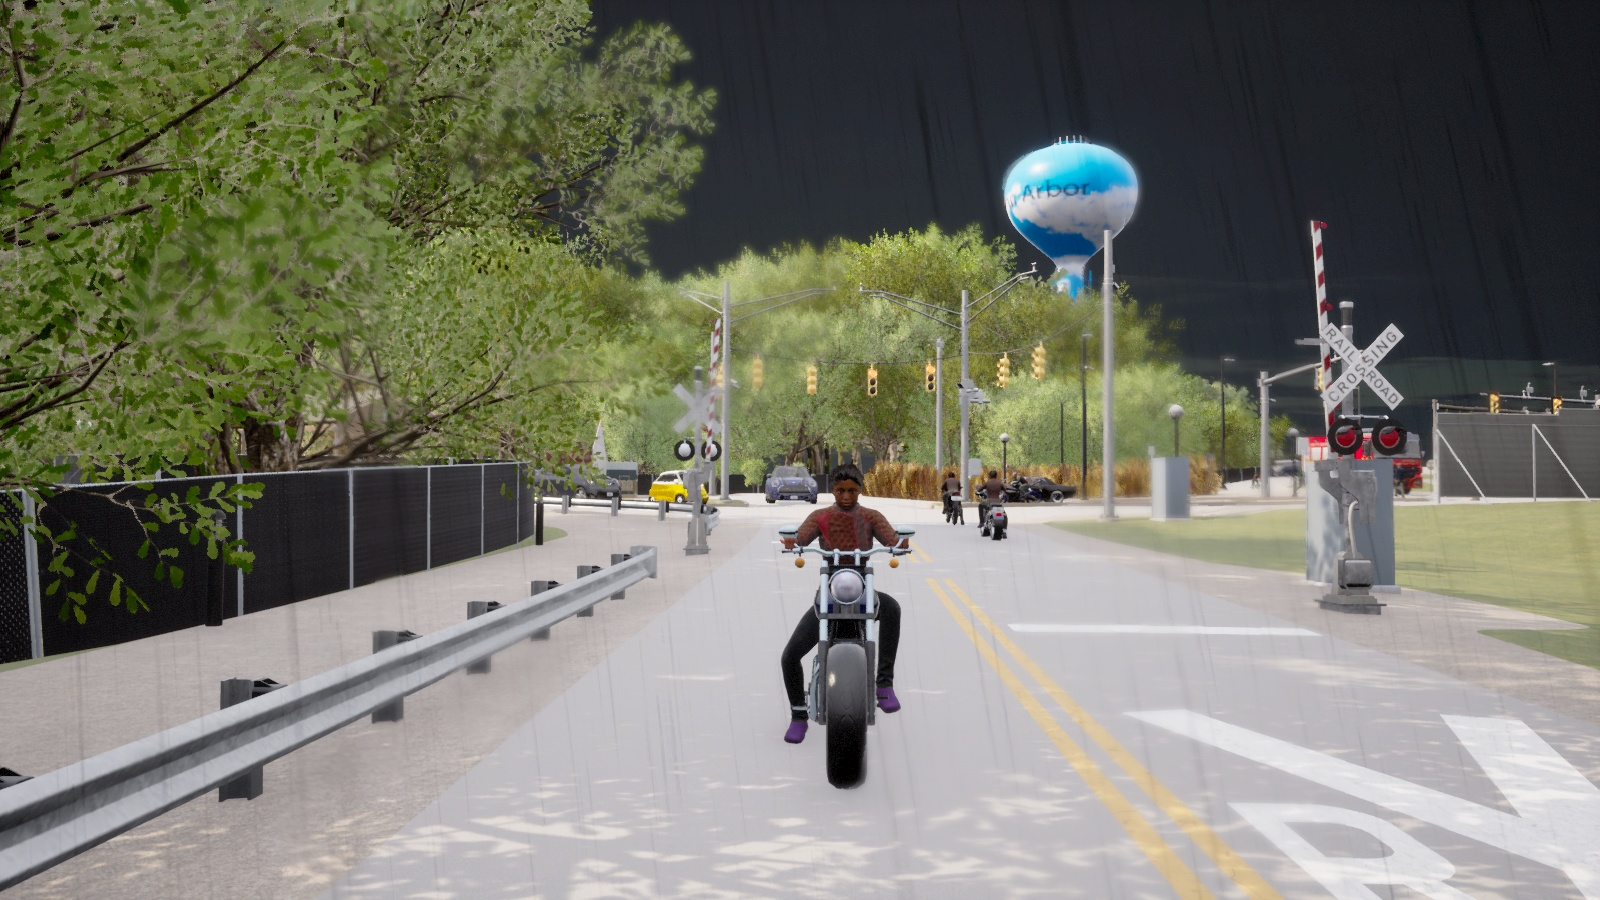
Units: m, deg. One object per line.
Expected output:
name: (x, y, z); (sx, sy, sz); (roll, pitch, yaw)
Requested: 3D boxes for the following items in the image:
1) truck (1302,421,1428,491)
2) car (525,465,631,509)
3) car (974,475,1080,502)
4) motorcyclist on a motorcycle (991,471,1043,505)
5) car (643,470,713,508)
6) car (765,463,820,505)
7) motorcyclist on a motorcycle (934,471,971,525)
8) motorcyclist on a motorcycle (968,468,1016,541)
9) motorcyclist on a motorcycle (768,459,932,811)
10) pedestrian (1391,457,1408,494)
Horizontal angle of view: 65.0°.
truck: (32.603, 0.409, 72.908); (2.891, 3.827, 8.468); (0, -1, -5)
car: (-7.952, 1.329, 44.831); (3.633, 1.501, 1.845); (-1, -3, 41)
car: (10.905, 1.855, 60.602); (4.718, 1.301, 1.895); (0, -1, -4)
motorcyclist on a motorcycle: (9.855, 1.730, 57.019); (2.191, 1.530, 0.866); (0, -1, -4)
car: (-4.656, 1.502, 47.848); (2.207, 1.376, 1.481); (-2, -3, 34)
car: (-0.384, 1.473, 55.409); (2.097, 1.767, 4.553); (0, -1, -4)
motorcyclist on a motorcycle: (4.419, 1.370, 36.557); (0.797, 1.523, 2.044); (1, -1, -1)
motorcyclist on a motorcycle: (4.469, 1.243, 29.341); (0.766, 1.649, 2.350); (1, -1, 0)
motorcyclist on a motorcycle: (0.269, 0.884, 7.085); (0.766, 1.649, 2.350); (0, -1, 2)
pedestrian: (29.580, 1.270, 61.966); (0.402, 1.842, 0.726); (0, -3, -3)
